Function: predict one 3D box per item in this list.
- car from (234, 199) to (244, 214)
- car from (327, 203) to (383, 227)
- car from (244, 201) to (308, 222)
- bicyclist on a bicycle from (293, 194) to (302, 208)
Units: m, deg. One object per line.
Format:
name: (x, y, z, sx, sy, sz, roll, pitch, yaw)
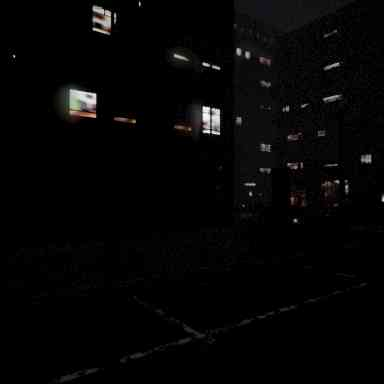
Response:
car: (3.912, 1.290, 31.823, 1.895, 1.301, 4.718, 0, 1, -36)
car: (11.292, 1.431, 22.181, 1.994, 1.385, 4.181, 0, 1, -39)
car: (6.267, 1.342, 24.208, 2.008, 1.369, 4.403, 1, 0, -36)
bicyclist on a bicycle: (11.514, 1.011, 36.229, 1.656, 1.620, 0.582, 0, 1, -36)
